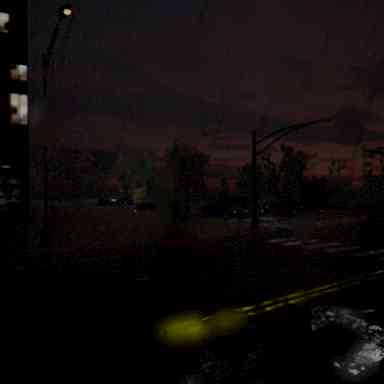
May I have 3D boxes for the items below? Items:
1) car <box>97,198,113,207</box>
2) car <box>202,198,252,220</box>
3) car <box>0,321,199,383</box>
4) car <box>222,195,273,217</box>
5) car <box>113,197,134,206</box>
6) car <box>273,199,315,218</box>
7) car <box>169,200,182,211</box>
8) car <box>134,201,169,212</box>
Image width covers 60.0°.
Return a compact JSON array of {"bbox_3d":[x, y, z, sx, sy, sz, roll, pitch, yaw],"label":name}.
[{"bbox_3d":[-15.123,1.770,58.253,2.033,1.411,5.357,-1,0,-33],"label":"car"},{"bbox_3d":[2.861,1.667,30.401,1.882,1.535,5.008,-1,0,-33],"label":"car"},{"bbox_3d":[-2.049,1.523,1.977,4.674,1.442,1.812,0,0,-35],"label":"car"},{"bbox_3d":[5.009,1.379,33.054,2.150,2.045,5.566,-1,0,-33],"label":"car"},{"bbox_3d":[-11.757,1.665,59.016,1.882,1.535,5.008,-1,0,-33],"label":"car"},{"bbox_3d":[9.550,1.470,32.333,2.097,1.767,4.553,-1,0,-32],"label":"car"},{"bbox_3d":[-2.098,1.736,44.011,1.994,1.385,4.181,-1,0,-33],"label":"car"},{"bbox_3d":[-5.291,1.807,42.965,1.895,1.301,4.718,-1,0,-33],"label":"car"}]
